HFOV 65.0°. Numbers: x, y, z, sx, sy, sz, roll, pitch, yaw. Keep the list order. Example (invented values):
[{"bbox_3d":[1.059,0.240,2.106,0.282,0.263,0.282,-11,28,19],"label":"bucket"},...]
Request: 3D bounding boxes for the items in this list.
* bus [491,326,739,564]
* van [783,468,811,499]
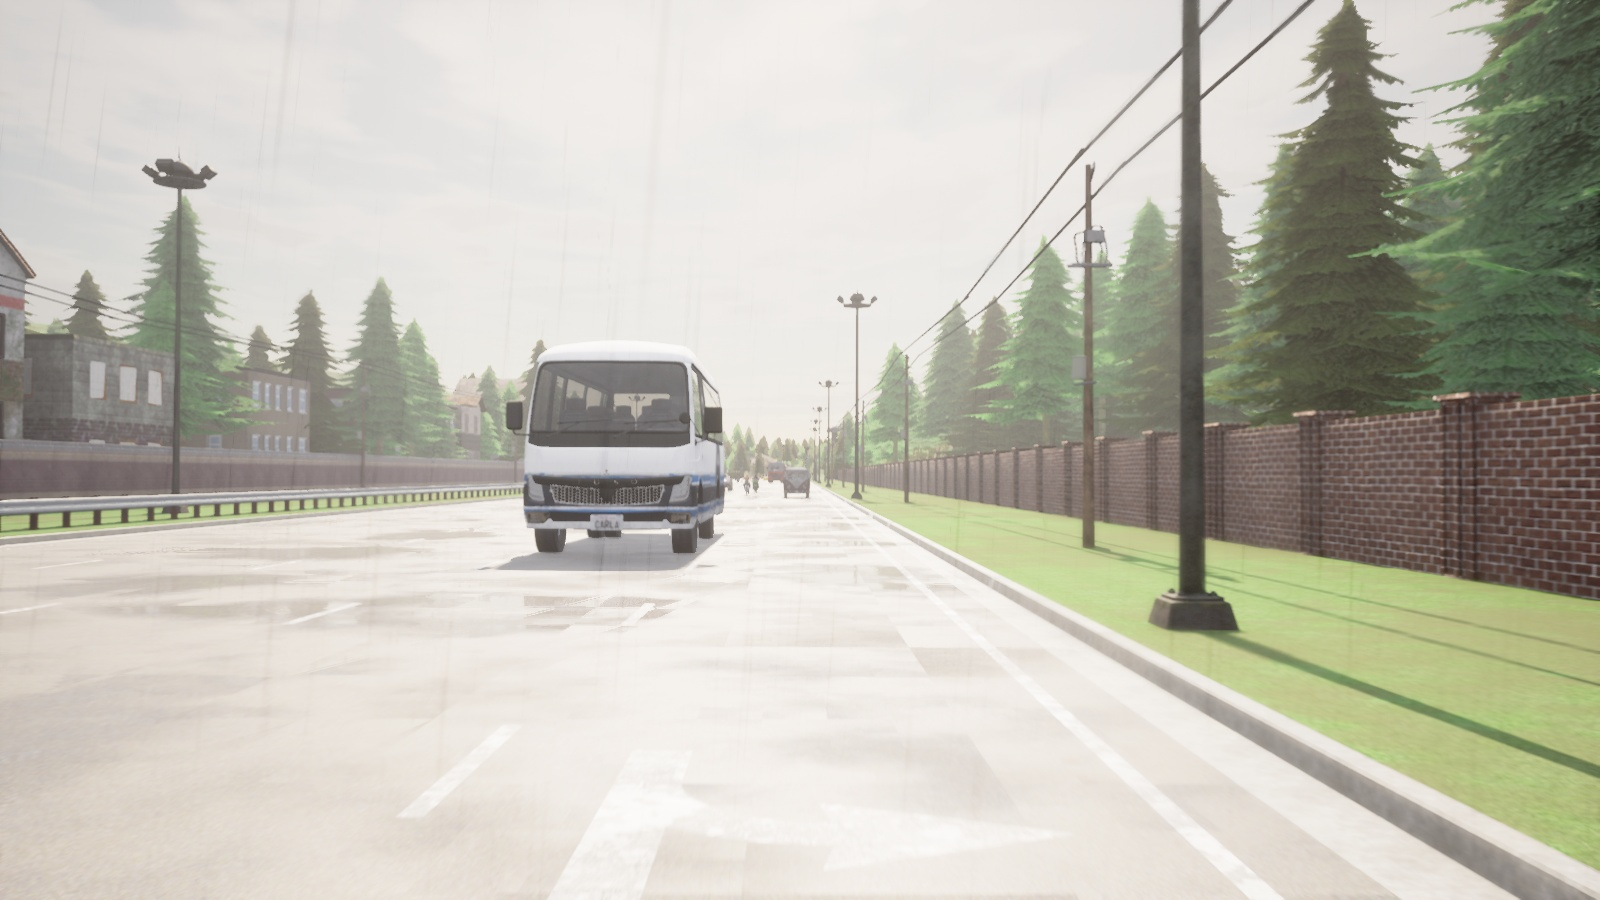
[{"bbox_3d":[-3.572,-0.001,27.661,3.944,4.253,10.273,0,-1,0],"label":"bus"},{"bbox_3d":[-0.203,2.203,83.213,1.775,1.987,4.442,0,-1,0],"label":"van"}]
